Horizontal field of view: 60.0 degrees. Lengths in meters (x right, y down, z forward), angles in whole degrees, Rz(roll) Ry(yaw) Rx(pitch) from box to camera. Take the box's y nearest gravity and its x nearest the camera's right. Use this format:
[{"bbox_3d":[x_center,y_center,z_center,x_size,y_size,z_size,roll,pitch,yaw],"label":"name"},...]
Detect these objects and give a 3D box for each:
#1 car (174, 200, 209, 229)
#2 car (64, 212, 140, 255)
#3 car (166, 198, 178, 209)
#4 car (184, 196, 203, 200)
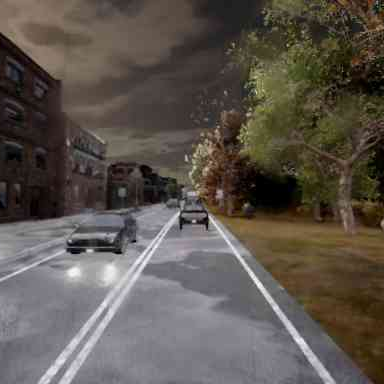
[{"bbox_3d":[0.125,1.536,22.163,2.128,1.511,4.902,0,0,0],"label":"car"},{"bbox_3d":[-3.341,1.552,13.543,2.033,1.411,5.357,0,0,0],"label":"car"},{"bbox_3d":[-3.147,1.852,55.872,2.097,1.767,4.553,0,-1,1],"label":"car"},{"bbox_3d":[0.186,1.479,41.852,2.150,2.045,5.566,0,-1,0],"label":"car"}]
